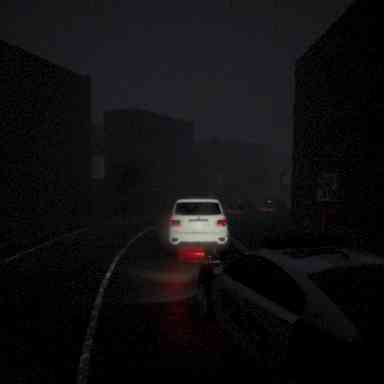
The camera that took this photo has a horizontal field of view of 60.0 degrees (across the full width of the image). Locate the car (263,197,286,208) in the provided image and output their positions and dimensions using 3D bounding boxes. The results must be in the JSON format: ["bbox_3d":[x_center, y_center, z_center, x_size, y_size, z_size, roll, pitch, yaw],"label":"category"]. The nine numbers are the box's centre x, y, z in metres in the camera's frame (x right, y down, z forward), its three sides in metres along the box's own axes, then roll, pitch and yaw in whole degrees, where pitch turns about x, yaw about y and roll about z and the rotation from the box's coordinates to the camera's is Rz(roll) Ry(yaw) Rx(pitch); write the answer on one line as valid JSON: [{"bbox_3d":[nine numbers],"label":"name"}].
[{"bbox_3d":[12.565,1.581,50.209,2.128,1.511,4.902,4,2,40],"label":"car"}]

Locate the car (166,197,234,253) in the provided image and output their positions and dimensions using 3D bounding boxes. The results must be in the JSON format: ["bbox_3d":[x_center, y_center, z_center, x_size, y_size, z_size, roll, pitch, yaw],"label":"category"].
[{"bbox_3d":[0.096,1.204,13.766,2.150,2.045,5.566,0,0,-3],"label":"car"}]

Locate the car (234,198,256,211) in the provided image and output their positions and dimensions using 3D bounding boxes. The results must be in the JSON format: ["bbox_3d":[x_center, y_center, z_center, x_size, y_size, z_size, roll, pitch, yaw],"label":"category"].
[{"bbox_3d":[6.406,1.524,41.386,1.882,1.535,5.008,3,1,33],"label":"car"}]

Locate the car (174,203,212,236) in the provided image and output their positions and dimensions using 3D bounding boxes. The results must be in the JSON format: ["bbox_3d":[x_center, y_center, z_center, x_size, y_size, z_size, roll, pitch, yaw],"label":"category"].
[{"bbox_3d":[0.178,1.499,19.427,1.837,1.490,4.892,1,0,4],"label":"car"}]

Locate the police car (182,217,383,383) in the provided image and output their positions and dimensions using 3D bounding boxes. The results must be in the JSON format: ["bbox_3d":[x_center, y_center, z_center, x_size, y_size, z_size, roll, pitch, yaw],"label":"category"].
[{"bbox_3d":[1.422,1.382,4.484,1.930,1.638,5.238,-1,0,-14],"label":"police car"}]
